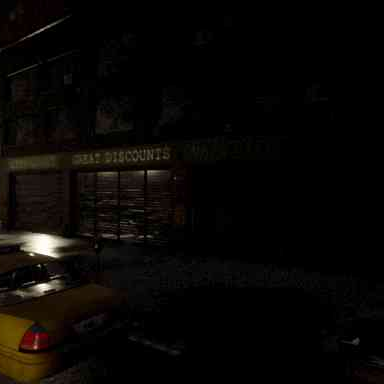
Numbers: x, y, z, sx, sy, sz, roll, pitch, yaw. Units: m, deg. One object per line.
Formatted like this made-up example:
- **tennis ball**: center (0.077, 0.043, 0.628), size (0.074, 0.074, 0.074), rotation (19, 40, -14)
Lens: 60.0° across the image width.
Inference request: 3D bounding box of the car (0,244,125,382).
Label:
- **car**: center (-3.072, 1.524, 5.282), size (4.829, 1.417, 1.752), rotation (0, 1, 36)

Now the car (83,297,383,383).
- **car**: center (1.611, 1.551, 1.936), size (4.403, 1.369, 2.008), rotation (0, 1, 36)
